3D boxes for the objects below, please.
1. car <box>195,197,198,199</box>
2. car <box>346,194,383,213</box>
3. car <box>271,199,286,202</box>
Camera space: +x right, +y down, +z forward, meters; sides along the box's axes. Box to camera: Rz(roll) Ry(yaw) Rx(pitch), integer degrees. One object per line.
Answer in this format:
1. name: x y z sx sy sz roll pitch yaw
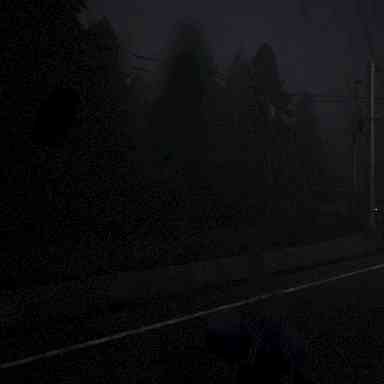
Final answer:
1. car: 0.393 1.505 64.920 4.892 1.490 1.837 0 0 29
2. car: 18.050 1.221 34.025 2.150 2.045 5.566 0 0 -6
3. car: 13.740 1.547 46.616 2.033 1.411 5.357 0 0 -34
